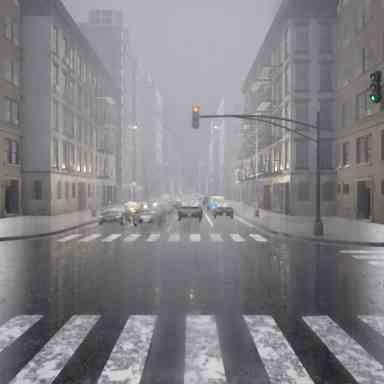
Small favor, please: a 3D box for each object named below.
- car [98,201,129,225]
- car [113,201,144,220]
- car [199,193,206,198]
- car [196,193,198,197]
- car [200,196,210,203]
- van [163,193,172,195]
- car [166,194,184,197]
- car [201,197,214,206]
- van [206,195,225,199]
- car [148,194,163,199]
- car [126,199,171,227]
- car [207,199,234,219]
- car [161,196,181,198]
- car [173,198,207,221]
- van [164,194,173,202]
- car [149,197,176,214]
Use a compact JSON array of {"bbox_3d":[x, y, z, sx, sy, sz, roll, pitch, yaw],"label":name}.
[{"bbox_3d":[-5.399,1.548,23.738,2.008,1.369,4.403,0,0,0],"label":"car"},{"bbox_3d":[-5.405,1.522,28.975,1.752,1.417,4.829,0,0,0],"label":"car"},{"bbox_3d":[2.627,1.311,50.773,2.192,1.841,5.009,0,0,0],"label":"car"},{"bbox_3d":[2.624,1.539,83.211,1.887,1.381,4.507,0,0,0],"label":"car"},{"bbox_3d":[2.626,1.520,67.161,1.752,1.417,4.829,0,0,0],"label":"car"},{"bbox_3d":[-5.454,1.336,66.987,1.690,1.788,3.998,0,0,0],"label":"van"},{"bbox_3d":[-2.816,1.473,53.259,1.882,1.535,5.008,0,0,1],"label":"car"},{"bbox_3d":[2.627,1.561,56.180,1.947,1.339,4.313,0,0,0],"label":"car"},{"bbox_3d":[2.628,1.338,34.555,1.690,1.788,3.998,0,0,0],"label":"van"},{"bbox_3d":[-5.426,1.436,45.363,1.967,1.590,4.097,0,0,0],"label":"car"},{"bbox_3d":[-2.857,1.489,23.107,2.128,1.511,4.902,0,0,0],"label":"car"},{"bbox_3d":[2.629,1.548,29.148,2.008,1.369,4.403,0,0,0],"label":"car"},{"bbox_3d":[-2.850,1.560,43.004,1.994,1.385,4.181,0,0,1],"label":"car"},{"bbox_3d":[-0.078,1.489,27.137,2.128,1.511,4.902,0,0,2],"label":"car"},{"bbox_3d":[-5.467,1.335,77.800,1.690,1.788,3.998,0,0,0],"label":"van"},{"bbox_3d":[-2.857,1.544,32.991,2.033,1.411,5.357,0,0,0],"label":"car"}]
